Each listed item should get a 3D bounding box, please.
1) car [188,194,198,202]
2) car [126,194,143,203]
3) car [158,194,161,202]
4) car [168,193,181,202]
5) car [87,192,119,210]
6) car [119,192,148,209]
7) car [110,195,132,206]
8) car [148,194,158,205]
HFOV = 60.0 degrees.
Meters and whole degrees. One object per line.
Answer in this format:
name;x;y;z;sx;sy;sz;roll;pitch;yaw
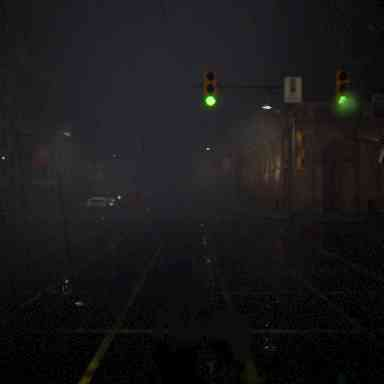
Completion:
car;0.209;1.096;63.087;2.128;1.511;4.902;0;0;1
car;-10.326;1.171;59.960;2.033;1.411;5.357;0;0;1
car;-6.811;1.093;61.256;1.882;1.535;5.008;0;0;1
car;-3.291;0.957;63.093;2.097;1.767;4.553;0;0;1
car;-10.572;0.975;39.281;2.150;2.045;5.566;0;0;0
car;-7.074;0.966;40.718;2.150;2.045;5.566;0;0;-2
car;-10.476;1.237;49.517;2.033;1.411;5.357;0;0;1
car;-6.953;1.172;50.846;2.128;1.511;4.902;0;0;1
